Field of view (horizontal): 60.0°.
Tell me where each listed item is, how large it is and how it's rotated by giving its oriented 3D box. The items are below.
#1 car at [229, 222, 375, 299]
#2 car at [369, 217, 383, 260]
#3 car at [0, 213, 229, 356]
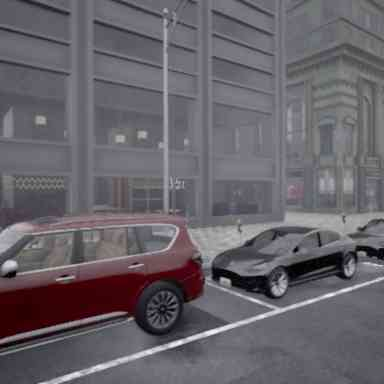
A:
[{"bbox_3d":[2.497,1.565,8.433,4.313,1.339,1.947,0,0,-36],"label":"car"},{"bbox_3d":[7.086,1.564,11.707,4.313,1.339,1.947,0,0,-36],"label":"car"},{"bbox_3d":[-2.092,1.315,5.161,5.009,1.841,2.192,0,0,-36],"label":"car"}]
